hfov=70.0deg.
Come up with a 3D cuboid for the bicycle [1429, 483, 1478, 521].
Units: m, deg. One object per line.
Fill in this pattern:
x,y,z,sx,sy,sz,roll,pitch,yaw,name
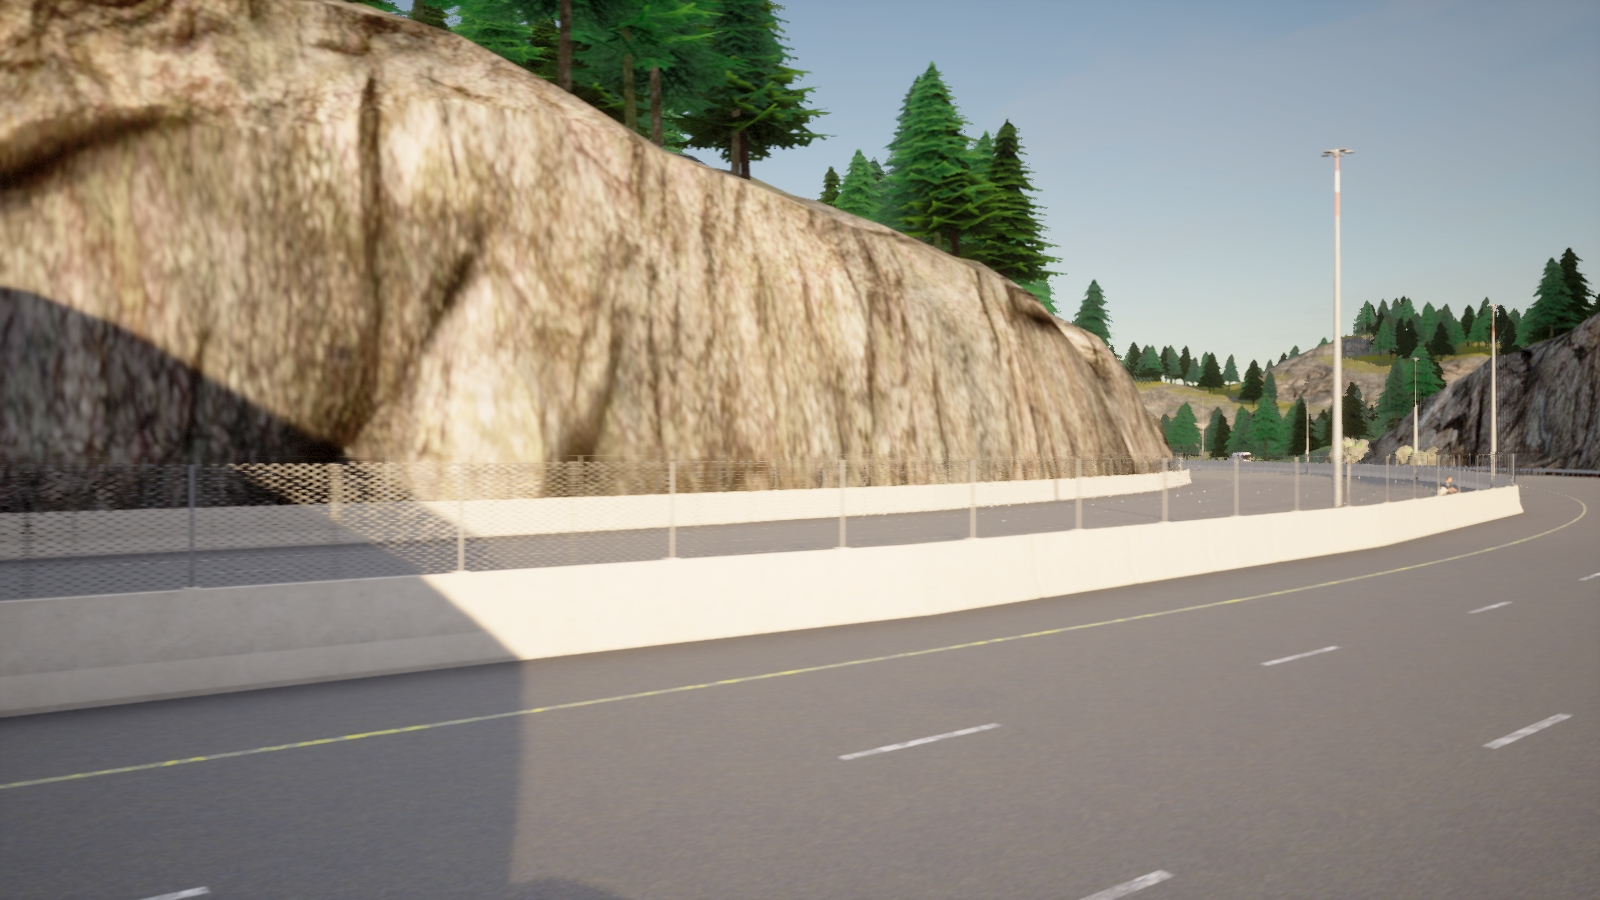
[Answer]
26.157,2.084,45.753,1.643,1.514,0.373,-3,-6,44,bicycle
